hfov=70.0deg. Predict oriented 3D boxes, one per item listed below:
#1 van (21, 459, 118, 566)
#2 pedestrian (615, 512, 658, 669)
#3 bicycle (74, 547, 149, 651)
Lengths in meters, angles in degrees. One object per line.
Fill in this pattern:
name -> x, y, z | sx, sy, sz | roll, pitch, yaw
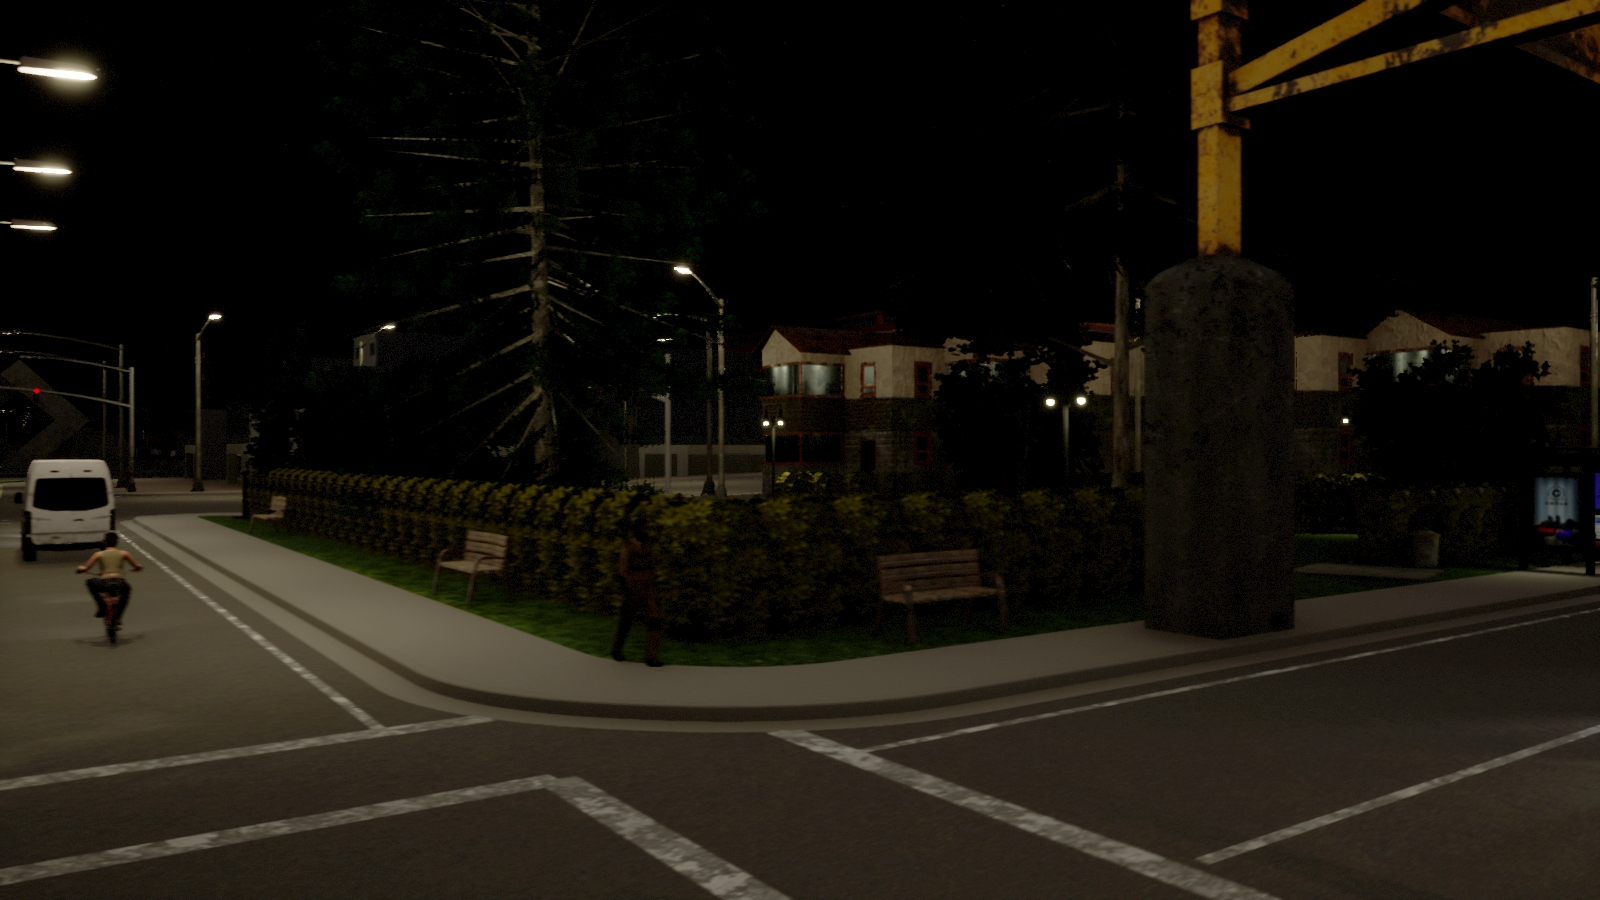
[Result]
van -> -19.731, 1.534, 30.748 | 1.988, 2.561, 5.915 | 0, 0, -35
pedestrian -> -1.999, 1.699, 13.976 | 0.375, 1.860, 0.375 | 0, 0, -43
bicycle -> -10.112, 2.145, 16.768 | 0.859, 1.301, 1.487 | 0, 0, -34
